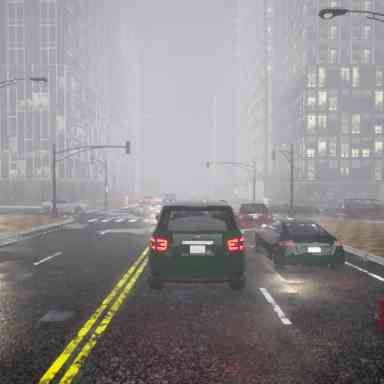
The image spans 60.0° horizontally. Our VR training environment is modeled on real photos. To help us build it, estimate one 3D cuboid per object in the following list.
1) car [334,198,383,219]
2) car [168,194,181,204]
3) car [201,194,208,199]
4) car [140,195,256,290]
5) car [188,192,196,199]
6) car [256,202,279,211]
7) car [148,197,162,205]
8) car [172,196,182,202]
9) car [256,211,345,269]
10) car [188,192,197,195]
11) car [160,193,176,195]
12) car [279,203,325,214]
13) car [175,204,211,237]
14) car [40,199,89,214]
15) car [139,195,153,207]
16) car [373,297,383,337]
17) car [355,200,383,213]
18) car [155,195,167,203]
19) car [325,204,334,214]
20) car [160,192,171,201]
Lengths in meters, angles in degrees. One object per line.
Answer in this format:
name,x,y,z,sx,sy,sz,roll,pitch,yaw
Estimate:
car,16.237,1.517,30.448,5.009,1.841,2.192,1,0,1
car,-3.240,1.302,61.582,2.097,1.767,4.553,0,0,0
car,3.360,1.216,91.670,1.882,1.535,5.008,0,0,0
car,0.113,1.217,9.218,2.150,2.045,5.566,0,0,0
car,0.110,0.963,91.704,2.150,2.045,5.566,0,0,0
car,3.373,1.341,19.762,2.097,1.767,4.553,0,0,0
car,-6.502,1.554,58.975,1.895,1.301,4.718,0,0,0
car,-3.165,1.532,71.635,1.895,1.301,4.718,0,0,0
car,3.363,1.558,11.148,1.994,1.385,4.181,0,0,0
car,0.098,1.439,81.675,1.812,1.442,4.674,0,0,0
car,-3.301,1.183,51.771,2.150,2.045,5.566,0,0,-1
car,10.231,1.708,33.142,4.718,1.301,1.895,1,1,1
car,0.119,1.515,18.900,1.812,1.442,4.674,0,0,2
car,-12.889,1.422,33.811,4.674,1.442,1.812,0,1,-4
car,-6.563,1.316,49.986,2.097,1.767,4.553,0,0,1
car,3.353,1.600,2.323,1.895,1.301,4.718,0,0,0
car,21.856,1.641,38.728,4.829,1.417,1.752,1,0,1
car,-6.417,1.417,69.230,1.882,1.535,5.008,0,0,0
car,16.766,1.660,36.224,5.357,1.411,2.033,0,1,1
car,-6.405,1.150,79.800,2.150,2.045,5.566,0,0,0
